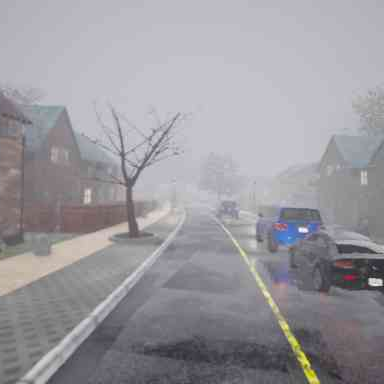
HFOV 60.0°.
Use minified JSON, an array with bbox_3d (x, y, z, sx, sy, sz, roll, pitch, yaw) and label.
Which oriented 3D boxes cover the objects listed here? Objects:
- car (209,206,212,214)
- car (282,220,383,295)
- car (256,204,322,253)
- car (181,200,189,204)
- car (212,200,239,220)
[{"bbox_3d":[3.548,2.449,47.680,1.895,1.301,4.718,2,-1,-2],"label":"car"},{"bbox_3d":[4.094,1.817,9.472,1.812,1.442,4.674,2,-1,3],"label":"car"},{"bbox_3d":[4.397,1.609,15.538,2.150,2.045,5.566,2,-1,2],"label":"car"},{"bbox_3d":[-1.934,2.911,90.497,1.837,1.490,4.892,2,-1,-4],"label":"car"},{"bbox_3d":[3.856,1.903,37.059,2.150,2.045,5.566,2,-1,-1],"label":"car"}]
